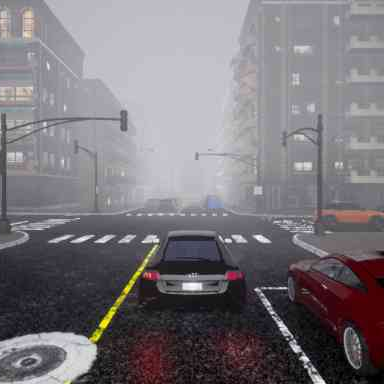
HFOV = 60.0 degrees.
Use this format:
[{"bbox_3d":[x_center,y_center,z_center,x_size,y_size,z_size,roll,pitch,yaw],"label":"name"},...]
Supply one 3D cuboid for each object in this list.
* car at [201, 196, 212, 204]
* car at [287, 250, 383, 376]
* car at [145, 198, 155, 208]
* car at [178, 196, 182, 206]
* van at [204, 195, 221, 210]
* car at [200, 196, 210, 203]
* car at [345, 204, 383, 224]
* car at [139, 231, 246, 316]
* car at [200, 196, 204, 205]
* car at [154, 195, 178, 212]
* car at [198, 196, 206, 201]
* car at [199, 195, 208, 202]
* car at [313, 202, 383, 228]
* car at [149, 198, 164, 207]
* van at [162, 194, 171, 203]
[{"bbox_3d":[2.724,1.538,65.245,1.967,1.590,4.097,-1,0,0],"label":"car"},{"bbox_3d":[2.796,1.582,5.284,1.802,1.307,4.206,0,0,0],"label":"car"},{"bbox_3d":[-5.809,1.634,48.738,1.802,1.307,4.206,-1,0,0],"label":"car"},{"bbox_3d":[-3.058,1.537,51.908,1.882,1.535,5.008,0,1,0],"label":"car"},{"bbox_3d":[2.839,1.381,43.186,1.690,1.788,3.998,-1,0,0],"label":"van"},{"bbox_3d":[2.729,1.662,70.765,1.887,1.381,4.507,-1,0,0],"label":"car"},{"bbox_3d":[14.624,1.727,26.199,4.181,1.385,1.994,1,0,0],"label":"car"},{"bbox_3d":[0.007,1.564,7.623,1.994,1.385,4.181,0,0,0],"label":"car"},{"bbox_3d":[2.754,1.367,48.683,2.192,1.841,5.009,-1,0,0],"label":"car"},{"bbox_3d":[-3.046,1.512,39.715,1.882,1.535,5.008,0,0,-1],"label":"car"},{"bbox_3d":[2.815,1.768,92.853,1.947,1.339,4.313,-1,0,0],"label":"car"},{"bbox_3d":[2.783,1.597,81.808,1.967,1.590,4.097,-1,0,0],"label":"car"},{"bbox_3d":[10.916,1.503,23.103,4.553,1.767,2.097,1,0,4],"label":"car"},{"bbox_3d":[-5.806,1.631,54.260,1.947,1.339,4.313,-1,0,0],"label":"car"},{"bbox_3d":[-5.795,1.478,76.354,1.690,1.788,3.998,-1,0,0],"label":"van"}]
